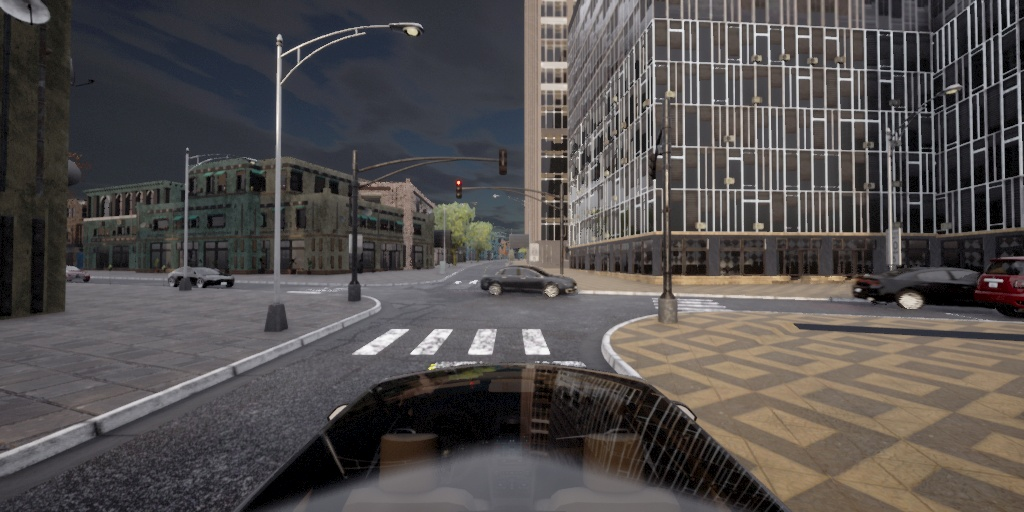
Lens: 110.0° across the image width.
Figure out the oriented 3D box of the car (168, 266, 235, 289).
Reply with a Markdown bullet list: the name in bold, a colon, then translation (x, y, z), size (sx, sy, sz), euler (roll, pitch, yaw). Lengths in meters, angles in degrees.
- **car**: translation (-19.653, 1.321, 22.633), size (4.313, 1.339, 1.948), euler (0, 0, 20)

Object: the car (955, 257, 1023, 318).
- **car**: translation (16.301, 0.922, 9.654), size (5.009, 1.841, 2.192), euler (0, 0, 20)

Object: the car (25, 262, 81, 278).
- **car**: translation (-43.307, 1.307, 33.820), size (4.674, 1.442, 1.812), euler (0, -1, 20)

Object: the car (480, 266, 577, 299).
- **car**: translation (0.775, 1.268, 18.056), size (4.892, 1.490, 1.837), euler (0, 0, 20)

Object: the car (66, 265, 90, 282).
- **car**: translation (-35.317, 1.400, 28.227), size (4.207, 1.307, 1.802), euler (0, 0, 20)

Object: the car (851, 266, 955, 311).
- **car**: translation (15.490, 1.143, 12.816), size (5.008, 1.535, 1.882), euler (0, -1, 20)
